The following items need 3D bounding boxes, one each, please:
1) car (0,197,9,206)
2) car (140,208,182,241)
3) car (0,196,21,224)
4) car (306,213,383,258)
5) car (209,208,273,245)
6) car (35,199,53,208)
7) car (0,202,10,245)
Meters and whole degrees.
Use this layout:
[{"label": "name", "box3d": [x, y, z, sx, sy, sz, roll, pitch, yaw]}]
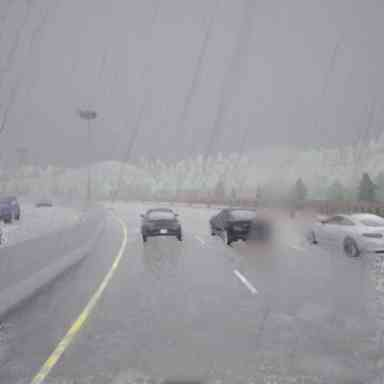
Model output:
[{"label": "car", "box3d": [-35.088, 1.672, 60.913, 1.812, 1.442, 4.674, 0, 0, -42]}, {"label": "car", "box3d": [-1.624, 1.547, 16.766, 1.812, 1.442, 4.674, 0, 0, -10]}, {"label": "car", "box3d": [-14.663, 1.304, 25.395, 2.150, 2.045, 5.566, 0, 0, -17]}, {"label": "car", "box3d": [6.075, 1.514, 12.620, 1.812, 1.442, 4.674, 0, 0, -7]}, {"label": "car", "box3d": [2.114, 1.484, 15.604, 1.882, 1.535, 5.008, 0, 0, -9]}, {"label": "car", "box3d": [-22.437, 1.695, 50.258, 1.994, 1.385, 4.181, 0, 0, -33]}, {"label": "car", "box3d": [-7.960, 1.392, 10.612, 2.097, 1.767, 4.553, 0, 0, -8]}]
